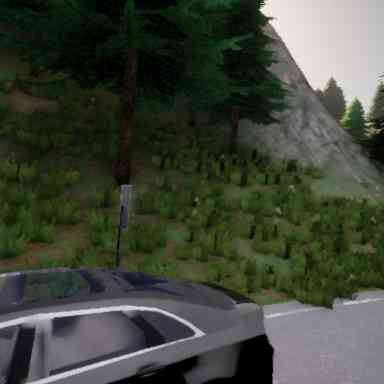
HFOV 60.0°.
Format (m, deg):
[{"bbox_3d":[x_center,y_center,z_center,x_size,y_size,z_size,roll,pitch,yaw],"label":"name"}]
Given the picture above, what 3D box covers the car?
[{"bbox_3d":[-1.542,1.447,2.493,4.902,1.511,2.128,1,0,-32],"label":"car"}]
